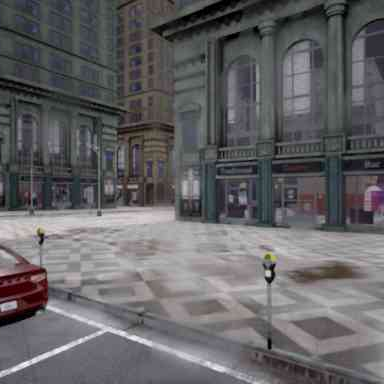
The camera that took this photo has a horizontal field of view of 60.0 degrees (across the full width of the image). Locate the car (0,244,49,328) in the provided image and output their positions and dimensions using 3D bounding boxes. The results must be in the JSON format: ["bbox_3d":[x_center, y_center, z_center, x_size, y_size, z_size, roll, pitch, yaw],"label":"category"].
[{"bbox_3d":[-4.501,1.540,6.182,4.507,1.381,1.887,0,0,35],"label":"car"}]
